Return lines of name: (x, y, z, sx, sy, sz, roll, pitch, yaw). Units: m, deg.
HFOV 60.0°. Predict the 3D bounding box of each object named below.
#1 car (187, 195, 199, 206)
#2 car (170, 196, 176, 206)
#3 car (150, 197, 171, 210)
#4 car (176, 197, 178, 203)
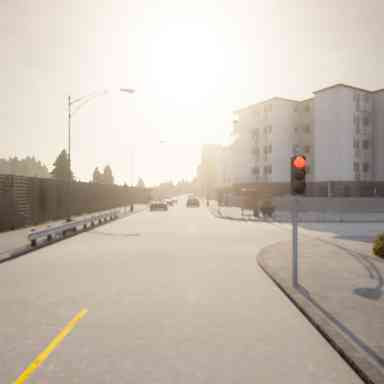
car: (0.153, 1.557, 54.008, 1.994, 1.385, 4.181, 0, 0, 0)
car: (-4.034, 1.519, 53.709, 1.812, 1.442, 4.674, 0, 0, 1)
car: (-4.053, 1.559, 41.456, 1.994, 1.385, 4.181, 0, 0, 0)
car: (-3.932, 1.539, 69.147, 2.033, 1.411, 5.357, 0, 0, 0)
